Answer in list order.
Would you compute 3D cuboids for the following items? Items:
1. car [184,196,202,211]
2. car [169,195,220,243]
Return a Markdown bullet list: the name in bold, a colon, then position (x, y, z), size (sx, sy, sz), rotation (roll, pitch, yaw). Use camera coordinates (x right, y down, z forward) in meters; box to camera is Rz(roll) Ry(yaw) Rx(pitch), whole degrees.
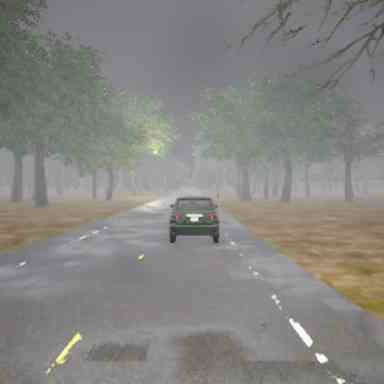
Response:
- **car**: position (0.105, 1.228, 37.488), size (1.812, 1.442, 4.674), rotation (0, 1, 0)
- **car**: position (0.103, 1.173, 16.042), size (2.150, 2.045, 5.566), rotation (0, 0, 0)
